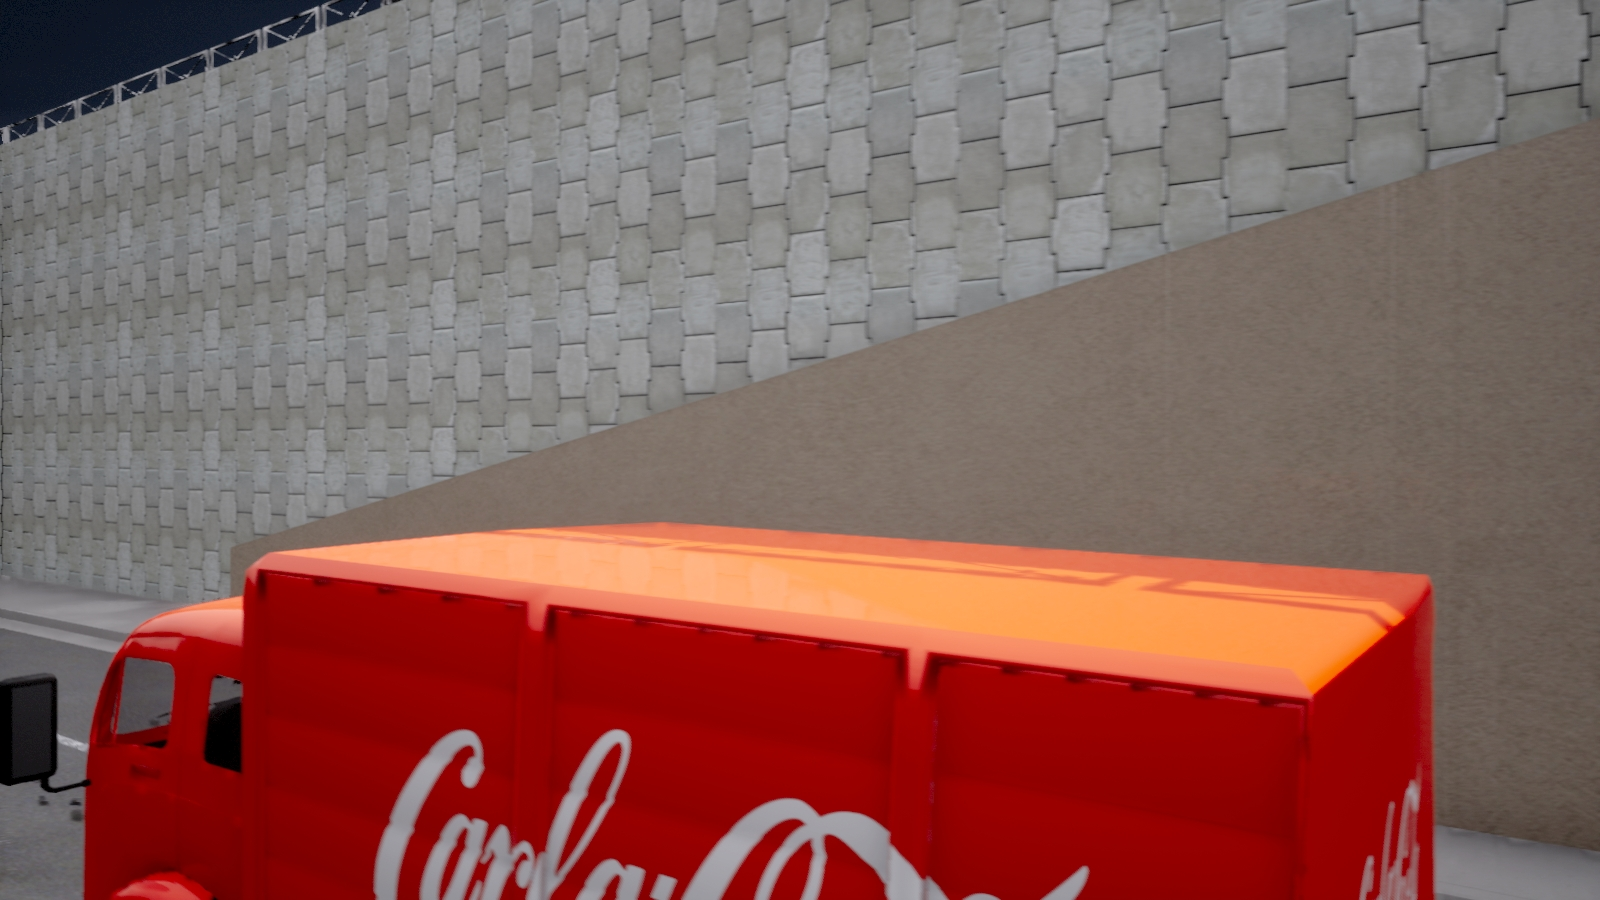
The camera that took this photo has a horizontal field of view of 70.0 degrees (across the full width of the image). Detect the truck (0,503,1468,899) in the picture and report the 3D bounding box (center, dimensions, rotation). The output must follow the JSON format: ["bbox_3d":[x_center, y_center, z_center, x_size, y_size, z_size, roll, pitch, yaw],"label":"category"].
[{"bbox_3d":[-0.653,1.563,4.256,5.204,2.467,2.627,0,0,35],"label":"truck"}]
